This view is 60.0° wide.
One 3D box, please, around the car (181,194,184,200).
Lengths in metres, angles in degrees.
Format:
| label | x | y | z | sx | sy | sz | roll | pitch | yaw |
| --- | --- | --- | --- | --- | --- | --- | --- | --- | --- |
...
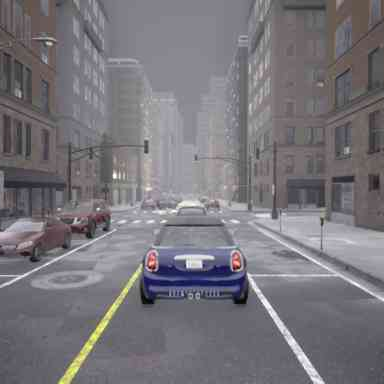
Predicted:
| label | x | y | z | sx | sy | sz | roll | pitch | yaw |
| --- | --- | --- | --- | --- | --- | --- | --- | --- | --- |
| car | -3.138 | 1.593 | 64.545 | 2.033 | 1.411 | 5.357 | 0 | 0 | 1 |

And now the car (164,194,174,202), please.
| label | x | y | z | sx | sy | sz | roll | pitch | yaw |
| --- | --- | --- | --- | --- | --- | --- | --- | --- | --- |
| car | -5.798 | 1.398 | 83.498 | 2.192 | 1.841 | 5.009 | -1 | 0 | 0 |

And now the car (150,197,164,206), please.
| label | x | y | z | sx | sy | sz | roll | pitch | yaw |
| --- | --- | --- | --- | --- | --- | --- | --- | --- | --- |
| car | -5.755 | 1.576 | 55.673 | 1.887 | 1.381 | 4.507 | -1 | 0 | 0 |

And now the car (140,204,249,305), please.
| label | x | y | z | sx | sy | sz | roll | pitch | yaw |
| --- | --- | --- | --- | --- | --- | --- | --- | --- | --- |
| car | 0.052 | 1.350 | 8.256 | 2.097 | 1.767 | 4.553 | 0 | 0 | 0 |

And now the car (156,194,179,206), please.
| label | x | y | z | sx | sy | sz | roll | pitch | yaw |
| --- | --- | --- | --- | --- | --- | --- | --- | --- | --- |
| car | -3.159 | 1.369 | 43.943 | 2.097 | 1.767 | 4.553 | 0 | 0 | 0 |

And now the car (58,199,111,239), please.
| label | x | y | z | sx | sy | sz | roll | pitch | yaw |
| --- | --- | --- | --- | --- | --- | --- | --- | --- | --- |
| car | -5.702 | 1.315 | 17.543 | 2.192 | 1.841 | 5.009 | -1 | 0 | 0 |

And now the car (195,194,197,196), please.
| label | x | y | z | sx | sy | sz | roll | pitch | yaw |
| --- | --- | --- | --- | --- | --- | --- | --- | --- | --- |
| car | 2.719 | 1.409 | 89.091 | 2.192 | 1.841 | 5.009 | -1 | 0 | 0 |

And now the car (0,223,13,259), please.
| label | x | y | z | sx | sy | sz | roll | pitch | yaw |
| --- | --- | --- | --- | --- | --- | --- | --- | --- | --- |
| car | -5.684 | 1.549 | 6.377 | 2.008 | 1.369 | 4.403 | -1 | 0 | 0 |

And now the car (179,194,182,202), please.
| label | x | y | z | sx | sy | sz | roll | pitch | yaw |
| --- | --- | --- | --- | --- | --- | --- | --- | --- | --- |
| car | -3.166 | 1.522 | 54.274 | 2.128 | 1.511 | 4.902 | 0 | 0 | 0 |

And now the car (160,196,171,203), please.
| label | x | y | z | sx | sy | sz | roll | pitch | yaw |
| --- | --- | --- | --- | --- | --- | --- | --- | --- | --- |
| car | -5.779 | 1.611 | 72.367 | 2.008 | 1.369 | 4.403 | -1 | 0 | 0 |

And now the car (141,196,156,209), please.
| label | x | y | z | sx | sy | sz | roll | pitch | yaw |
| --- | --- | --- | --- | --- | --- | --- | --- | --- | --- |
| car | -5.739 | 1.600 | 44.543 | 1.802 | 1.307 | 4.206 | -1 | 0 | 0 |

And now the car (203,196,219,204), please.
| label | x | y | z | sx | sy | sz | roll | pitch | yaw |
| --- | --- | --- | --- | --- | --- | --- | --- | --- | --- |
| car | 2.786 | 1.600 | 44.583 | 1.802 | 1.307 | 4.206 | -1 | 0 | 0 |

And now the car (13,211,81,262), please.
| label | x | y | z | sx | sy | sz | roll | pitch | yaw |
| --- | --- | --- | --- | --- | --- | --- | --- | --- | --- |
| car | -5.691 | 1.581 | 11.960 | 1.802 | 1.307 | 4.206 | -1 | 0 | 0 |

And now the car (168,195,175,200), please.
| label | x | y | z | sx | sy | sz | roll | pitch | yaw |
| --- | --- | --- | --- | --- | --- | --- | --- | --- | --- |
| car | -5.812 | 1.545 | 94.628 | 1.967 | 1.590 | 4.097 | -1 | 0 | 0 |

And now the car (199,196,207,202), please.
| label | x | y | z | sx | sy | sz | roll | pitch | yaw |
| --- | --- | --- | --- | --- | --- | --- | --- | --- | --- |
| car | 2.730 | 1.634 | 83.526 | 2.008 | 1.369 | 4.403 | -1 | 0 | 0 |

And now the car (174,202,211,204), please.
| label | x | y | z | sx | sy | sz | roll | pitch | yaw |
| --- | --- | --- | --- | --- | --- | --- | --- | --- | --- |
| car | -0.003 | 1.506 | 17.840 | 1.837 | 1.490 | 4.892 | 0 | 0 | 0 |

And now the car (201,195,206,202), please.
| label | x | y | z | sx | sy | sz | roll | pitch | yaw |
| --- | --- | --- | --- | --- | --- | --- | --- | --- | --- |
| car | 2.777 | 1.550 | 50.316 | 1.752 | 1.417 | 4.829 | -1 | 0 | 0 |

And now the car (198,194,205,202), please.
| label | x | y | z | sx | sy | sz | roll | pitch | yaw |
| --- | --- | --- | --- | --- | --- | --- | --- | --- | --- |
| car | 2.754 | 1.594 | 66.836 | 1.887 | 1.381 | 4.507 | -1 | 0 | 0 |

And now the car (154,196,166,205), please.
| label | x | y | z | sx | sy | sz | roll | pitch | yaw |
| --- | --- | --- | --- | --- | --- | --- | --- | --- | --- |
| car | -5.763 | 1.565 | 61.067 | 1.752 | 1.417 | 4.829 | -1 | 0 | 0 |

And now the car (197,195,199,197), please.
| label | x | y | z | sx | sy | sz | roll | pitch | yaw |
| --- | --- | --- | --- | --- | --- | --- | --- | --- | --- |
| car | 2.744 | 1.500 | 72.399 | 1.967 | 1.590 | 4.097 | -1 | 0 | 0 |
